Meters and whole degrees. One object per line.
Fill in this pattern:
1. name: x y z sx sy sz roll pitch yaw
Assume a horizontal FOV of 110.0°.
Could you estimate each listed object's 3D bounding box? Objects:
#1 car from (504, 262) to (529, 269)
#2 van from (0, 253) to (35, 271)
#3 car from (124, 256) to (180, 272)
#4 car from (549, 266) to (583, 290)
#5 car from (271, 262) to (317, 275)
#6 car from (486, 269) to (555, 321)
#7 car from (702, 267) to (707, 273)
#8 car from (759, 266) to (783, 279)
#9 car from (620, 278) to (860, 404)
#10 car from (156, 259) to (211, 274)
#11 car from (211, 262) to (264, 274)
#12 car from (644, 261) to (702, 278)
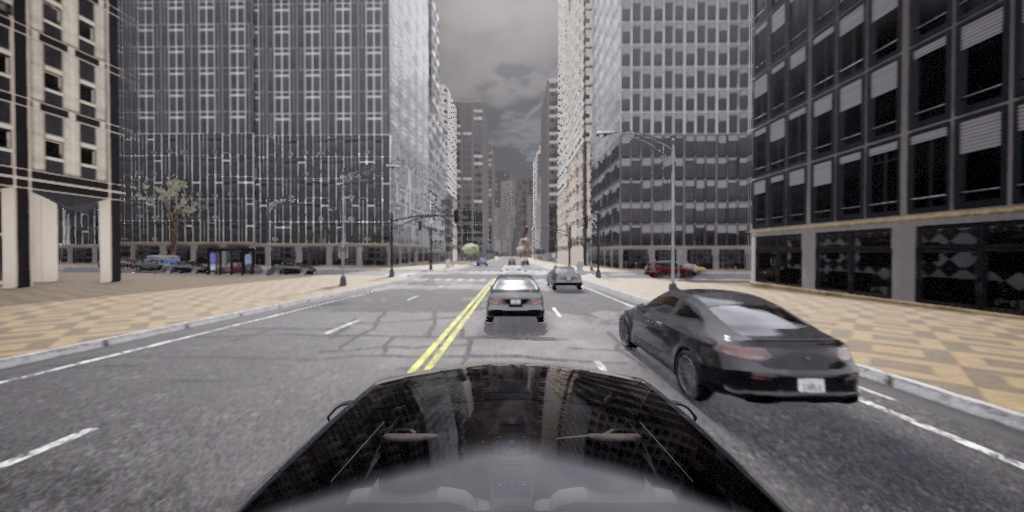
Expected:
1. car: 0.101 1.371 24.994 1.812 1.442 4.674 0 0 0
2. van: -51.139 0.853 38.132 3.998 1.789 1.690 0 0 1
3. car: -39.967 1.075 40.506 4.902 1.511 2.128 1 1 1
4. car: 3.352 1.387 23.624 2.033 1.411 5.357 0 0 0
5. car: -22.730 1.335 37.425 4.313 1.339 1.948 0 0 1
6. car: 0.101 1.343 12.577 2.033 1.411 5.357 0 0 0
7. car: 21.805 1.589 45.180 4.829 1.417 1.751 0 0 1
8. car: 27.643 1.735 36.698 4.829 1.417 1.751 0 0 1
9. car: 3.349 1.296 6.300 1.812 1.442 4.674 0 0 0
10. car: -34.095 1.233 37.732 4.313 1.339 1.948 0 0 1
11. car: -28.414 1.301 37.558 4.207 1.307 1.802 0 0 1
12. car: 16.195 1.427 36.895 5.009 1.841 2.192 0 0 1
